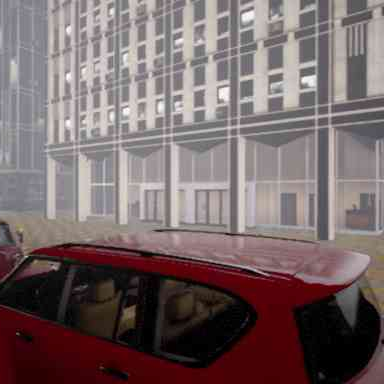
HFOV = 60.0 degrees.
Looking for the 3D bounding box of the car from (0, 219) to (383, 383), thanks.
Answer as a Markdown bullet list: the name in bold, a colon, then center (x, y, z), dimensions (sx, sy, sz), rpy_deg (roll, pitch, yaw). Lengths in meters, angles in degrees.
- **car**: center (-0.685, 1.331, 3.352), dimensions (5.009, 1.841, 2.192), rpy_deg (0, 0, 36)
